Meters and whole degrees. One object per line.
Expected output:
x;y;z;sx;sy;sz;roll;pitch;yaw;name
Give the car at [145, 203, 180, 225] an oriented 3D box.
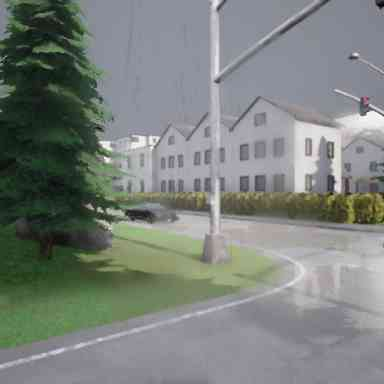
-3.014;1.482;24.074;2.033;1.411;5.357;0;0;-35;car
